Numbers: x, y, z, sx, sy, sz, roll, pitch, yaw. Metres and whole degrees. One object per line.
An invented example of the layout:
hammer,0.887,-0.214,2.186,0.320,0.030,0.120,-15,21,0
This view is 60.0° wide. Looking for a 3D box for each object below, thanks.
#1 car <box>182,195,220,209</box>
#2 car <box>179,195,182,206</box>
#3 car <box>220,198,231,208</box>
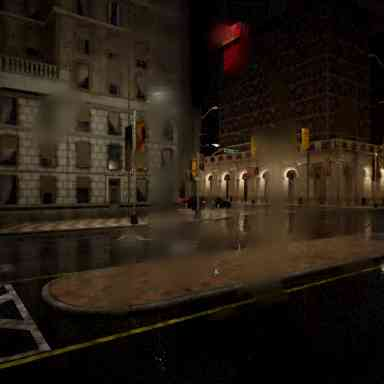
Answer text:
car,1.196,1.352,44.987,2.097,1.767,4.553,0,0,-35
car,-2.256,1.352,55.888,2.097,1.767,4.553,0,0,-35
car,3.490,1.478,47.792,1.882,1.535,5.008,0,0,-36
